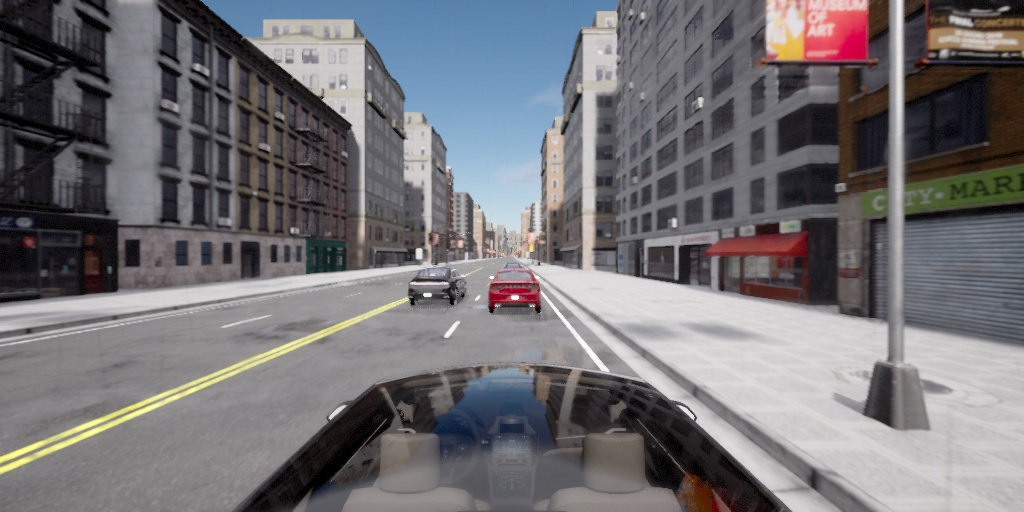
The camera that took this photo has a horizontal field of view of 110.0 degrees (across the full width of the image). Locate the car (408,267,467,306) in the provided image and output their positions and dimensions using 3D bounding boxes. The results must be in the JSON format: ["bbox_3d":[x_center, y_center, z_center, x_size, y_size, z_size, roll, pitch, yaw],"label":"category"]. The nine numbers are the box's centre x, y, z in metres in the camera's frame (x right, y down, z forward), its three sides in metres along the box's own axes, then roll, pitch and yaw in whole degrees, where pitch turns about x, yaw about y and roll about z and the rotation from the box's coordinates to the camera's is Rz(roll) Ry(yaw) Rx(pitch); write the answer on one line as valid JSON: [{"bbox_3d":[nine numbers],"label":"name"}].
[{"bbox_3d":[-3.150,1.241,15.811,2.128,1.511,4.902,0,0,0],"label":"car"}]

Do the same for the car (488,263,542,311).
[{"bbox_3d":[0.099,1.227,14.388,1.882,1.535,5.008,0,0,0],"label":"car"}]
